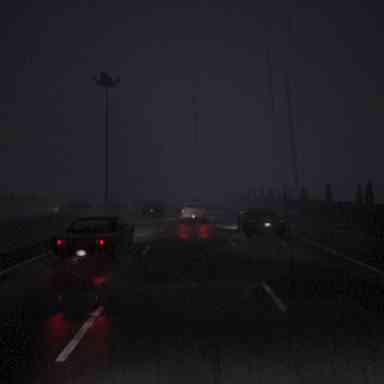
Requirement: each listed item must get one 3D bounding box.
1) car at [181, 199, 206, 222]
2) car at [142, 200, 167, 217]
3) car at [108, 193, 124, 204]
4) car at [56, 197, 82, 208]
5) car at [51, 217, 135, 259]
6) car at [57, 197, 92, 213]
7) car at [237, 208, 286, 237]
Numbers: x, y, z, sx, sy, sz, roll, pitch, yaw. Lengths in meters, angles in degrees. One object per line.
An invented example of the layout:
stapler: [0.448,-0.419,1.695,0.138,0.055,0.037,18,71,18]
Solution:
car: [0.103,1.485,25.677,1.812,1.442,4.674,0,0,0]
car: [-3.399,1.436,30.617,1.882,1.535,5.008,0,0,0]
car: [-13.999,1.196,60.996,2.150,2.045,5.566,0,0,0]
car: [-17.548,1.468,47.773,1.837,1.490,4.892,0,-1,1]
car: [-3.401,1.574,12.451,1.895,1.301,4.718,0,0,0]
car: [-10.591,1.449,30.298,2.128,1.511,4.902,0,0,0]
car: [3.600,1.531,17.854,1.994,1.385,4.181,0,0,0]
